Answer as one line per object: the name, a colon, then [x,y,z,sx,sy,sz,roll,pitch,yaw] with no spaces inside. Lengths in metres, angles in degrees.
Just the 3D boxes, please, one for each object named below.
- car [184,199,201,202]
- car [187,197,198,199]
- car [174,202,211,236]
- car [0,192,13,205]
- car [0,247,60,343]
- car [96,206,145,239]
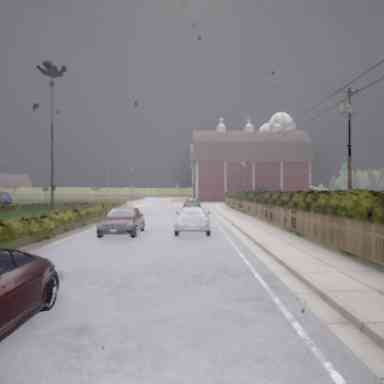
car: [-0.004,1.553,28.378,1.895,1.301,4.718,0,0,0]
car: [0.051,1.422,41.973,2.128,1.511,4.902,0,0,0]
car: [0.047,1.495,18.068,1.812,1.442,4.674,0,0,1]
car: [-20.289,0.889,32.439,2.150,2.045,5.566,0,0,20]
car: [-3.605,1.556,4.925,1.994,1.385,4.181,0,0,-1]
car: [-3.573,1.497,17.446,1.812,1.442,4.674,0,0,0]
